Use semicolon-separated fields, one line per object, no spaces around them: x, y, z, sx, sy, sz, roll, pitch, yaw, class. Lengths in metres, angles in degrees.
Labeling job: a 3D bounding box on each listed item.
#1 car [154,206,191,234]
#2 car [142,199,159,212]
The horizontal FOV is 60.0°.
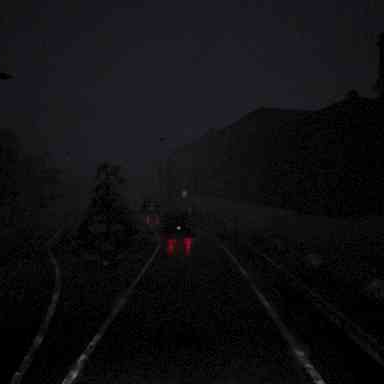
-1.301;2.129;24.214;2.128;1.511;4.902;0;0;-10;car
-5.356;1.639;42.348;2.128;1.511;4.902;0;2;-13;car
